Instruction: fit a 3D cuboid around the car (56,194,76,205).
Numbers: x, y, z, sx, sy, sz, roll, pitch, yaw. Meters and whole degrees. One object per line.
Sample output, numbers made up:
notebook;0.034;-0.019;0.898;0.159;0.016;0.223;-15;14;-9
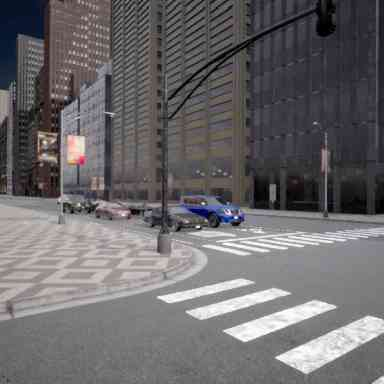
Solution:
car;-24.738;1.489;65.205;2.150;2.045;5.566;1;-1;-36

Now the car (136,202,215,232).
car;-1.197;1.567;20.769;2.033;1.411;5.357;1;-1;-35

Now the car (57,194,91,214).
car;-13.117;1.322;37.461;2.150;2.045;5.566;1;-1;-36

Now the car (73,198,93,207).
car;-18.686;1.733;56.745;1.837;1.490;4.892;1;-1;-36

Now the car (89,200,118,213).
car;-10.605;1.651;39.531;1.812;1.442;4.674;1;-1;-35

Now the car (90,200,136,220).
car;-6.893;1.584;28.736;1.812;1.442;4.674;1;-1;-36

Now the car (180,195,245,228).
car;1.131;1.267;23.092;2.150;2.045;5.566;1;-1;-36
